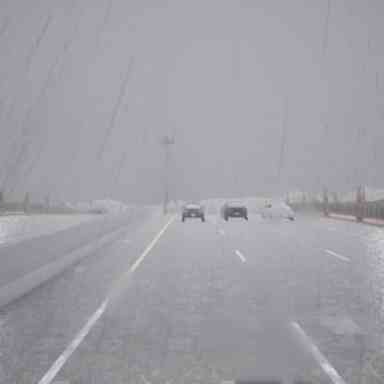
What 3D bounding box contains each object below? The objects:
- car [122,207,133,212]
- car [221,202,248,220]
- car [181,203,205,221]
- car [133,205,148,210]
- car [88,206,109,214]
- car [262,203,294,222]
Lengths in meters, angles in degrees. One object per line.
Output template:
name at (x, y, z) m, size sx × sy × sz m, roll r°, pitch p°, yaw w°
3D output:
car at (-10.564, 3.290, 56.641) m, size 2.097 × 1.767 × 4.553 m, roll 0°, pitch -7°, yaw 1°
car at (3.590, 1.589, 28.905) m, size 1.882 × 1.535 × 5.008 m, roll 0°, pitch 0°, yaw 0°
car at (0.091, 1.630, 27.976) m, size 1.812 × 1.442 × 4.674 m, roll 0°, pitch 0°, yaw 0°
car at (-7.082, 2.779, 50.852) m, size 2.128 × 1.511 × 4.902 m, roll 0°, pitch -6°, yaw 0°
car at (-14.077, 2.788, 50.377) m, size 2.033 × 1.411 × 5.357 m, roll 0°, pitch -6°, yaw 1°
car at (7.091, 1.628, 27.656) m, size 1.812 × 1.442 × 4.674 m, roll 0°, pitch 0°, yaw 0°
